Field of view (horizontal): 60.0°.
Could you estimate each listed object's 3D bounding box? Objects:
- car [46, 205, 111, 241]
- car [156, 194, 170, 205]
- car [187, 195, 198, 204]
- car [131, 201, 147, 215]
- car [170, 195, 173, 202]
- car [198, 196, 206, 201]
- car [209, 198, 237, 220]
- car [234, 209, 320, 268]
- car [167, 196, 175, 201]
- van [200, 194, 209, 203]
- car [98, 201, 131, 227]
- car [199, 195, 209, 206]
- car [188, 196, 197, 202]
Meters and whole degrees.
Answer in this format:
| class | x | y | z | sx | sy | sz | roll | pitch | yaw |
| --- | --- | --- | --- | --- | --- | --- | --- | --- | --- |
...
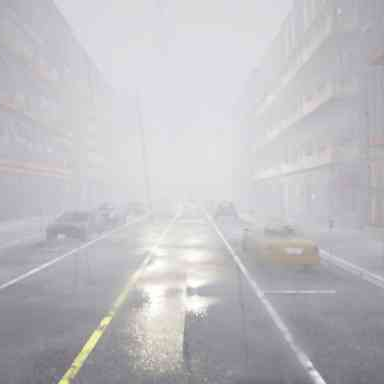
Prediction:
| class | x | y | z | sx | sy | sz | roll | pitch | yaw |
| --- | --- | --- | --- | --- | --- | --- | --- | --- | --- |
| car | -5.674 | 1.571 | 16.623 | 1.947 | 1.339 | 4.313 | 0 | 0 | 0 |
| car | -5.647 | 1.608 | 61.938 | 1.887 | 1.381 | 4.507 | 0 | 0 | 0 |
| car | 0.039 | 1.422 | 65.884 | 2.097 | 1.767 | 4.553 | 0 | 0 | 0 |
| car | -5.664 | 1.585 | 33.615 | 1.947 | 1.339 | 4.313 | 0 | 0 | 0 |
| car | -5.642 | 1.390 | 67.604 | 2.192 | 1.841 | 5.009 | 0 | 0 | 0 |
| car | 2.749 | 1.678 | 90.255 | 1.887 | 1.381 | 4.507 | 0 | 0 | 0 |
| car | 2.713 | 1.453 | 27.945 | 1.967 | 1.590 | 4.097 | 0 | 0 | 0 |
| car | 2.703 | 1.527 | 11.123 | 1.752 | 1.417 | 4.829 | 0 | 0 | 0 |
| car | -5.631 | 1.684 | 90.261 | 2.008 | 1.369 | 4.403 | 0 | 0 | 0 |
| van | 2.740 | 1.428 | 73.261 | 1.690 | 1.788 | 3.998 | 0 | 0 | 0 |
| car | -5.670 | 1.448 | 22.285 | 1.967 | 1.590 | 4.097 | 0 | 0 | 0 |
| car | 2.729 | 1.603 | 56.268 | 2.008 | 1.369 | 4.403 | 0 | 0 | 0 |
| car | 0.046 | 1.516 | 75.985 | 1.994 | 1.385 | 4.181 | 0 | 0 | 0 |
